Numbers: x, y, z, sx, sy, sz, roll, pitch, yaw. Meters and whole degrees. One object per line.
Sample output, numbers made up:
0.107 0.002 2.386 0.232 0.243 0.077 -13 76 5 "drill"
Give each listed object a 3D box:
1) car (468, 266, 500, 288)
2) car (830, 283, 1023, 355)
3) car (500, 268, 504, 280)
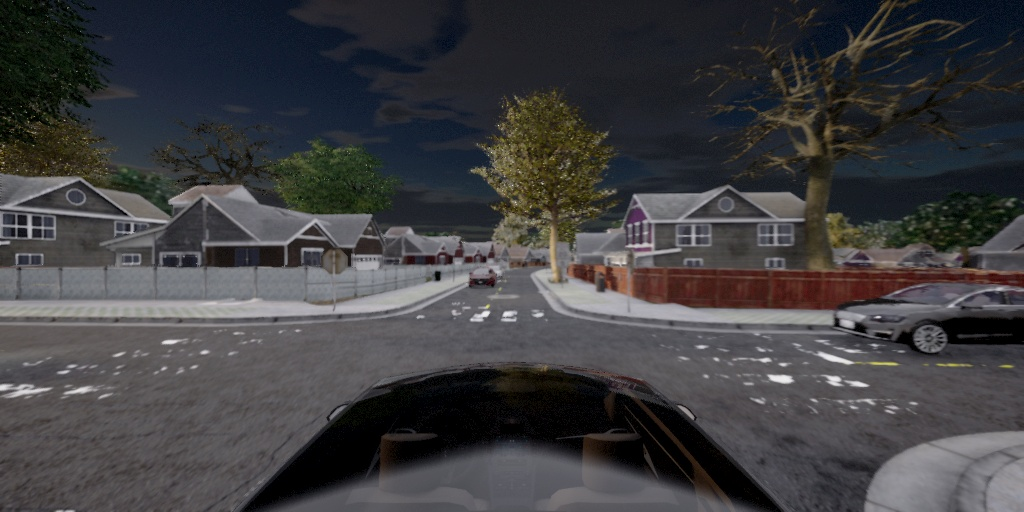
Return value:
-2.183 1.611 27.815 1.882 1.535 5.008 0 -1 1 "car"
10.522 1.391 8.497 4.902 1.511 2.128 1 0 4 "car"
-1.960 1.784 38.656 1.812 1.442 4.674 0 -1 1 "car"
